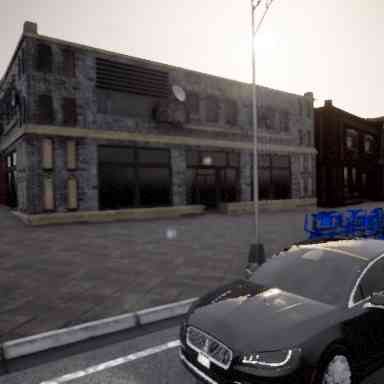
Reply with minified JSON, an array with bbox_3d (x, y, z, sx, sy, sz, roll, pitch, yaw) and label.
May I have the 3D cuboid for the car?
[{"bbox_3d":[2.103,1.494,4.861,4.892,1.490,1.837,0,0,-35],"label":"car"}]
